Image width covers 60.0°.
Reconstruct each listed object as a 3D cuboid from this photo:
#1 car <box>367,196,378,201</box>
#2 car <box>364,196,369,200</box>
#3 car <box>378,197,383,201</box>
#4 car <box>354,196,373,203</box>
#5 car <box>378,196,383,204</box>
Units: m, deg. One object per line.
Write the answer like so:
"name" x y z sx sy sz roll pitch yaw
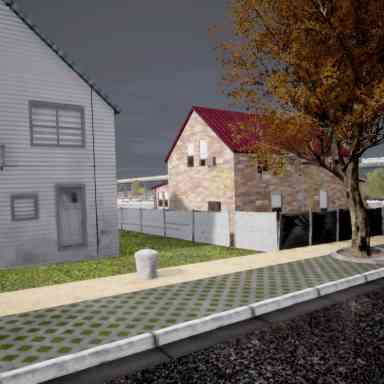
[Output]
"car" 35.241 1.740 64.551 2.128 1.511 4.902 -2 0 0
"car" 28.656 1.921 58.780 1.812 1.442 4.674 -2 -1 1
"car" 31.803 1.715 52.081 1.882 1.535 5.008 -2 0 1
"car" 38.574 1.585 74.944 1.837 1.490 4.892 -2 0 0
"car" 38.487 1.625 64.518 2.128 1.511 4.902 -2 0 0
